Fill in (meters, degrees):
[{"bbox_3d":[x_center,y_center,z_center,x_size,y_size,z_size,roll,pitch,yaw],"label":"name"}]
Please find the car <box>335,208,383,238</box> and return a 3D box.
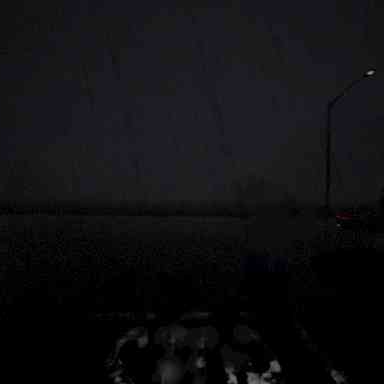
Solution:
[{"bbox_3d":[10.292,1.615,17.883,4.902,1.511,2.128,1,1,0],"label":"car"}]
